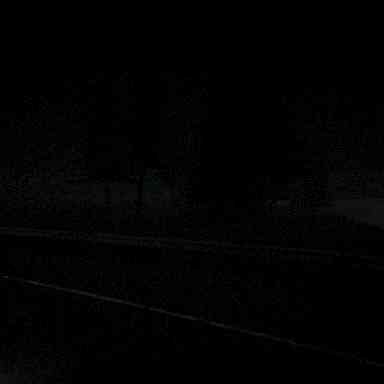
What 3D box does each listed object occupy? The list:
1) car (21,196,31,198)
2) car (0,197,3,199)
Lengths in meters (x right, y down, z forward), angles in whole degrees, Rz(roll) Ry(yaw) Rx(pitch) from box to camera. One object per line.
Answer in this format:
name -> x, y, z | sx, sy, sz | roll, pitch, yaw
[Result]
car -> -37.839, 1.709, 75.540 | 1.994, 1.385, 4.181 | 0, 0, 5
car -> -44.875, 1.681, 75.076 | 1.837, 1.490, 4.892 | 0, 0, 5
